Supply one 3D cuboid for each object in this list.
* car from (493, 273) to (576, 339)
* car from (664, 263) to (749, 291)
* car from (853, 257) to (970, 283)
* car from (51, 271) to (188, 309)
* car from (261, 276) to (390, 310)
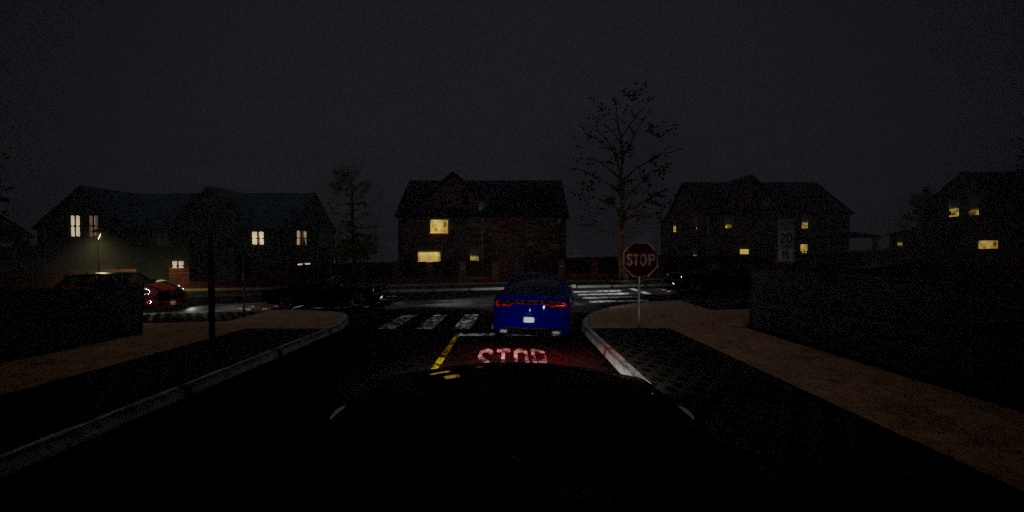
[{"bbox_3d":[0.786,1.226,10.175,1.882,1.535,5.008,0,0,10],"label":"car"},{"bbox_3d":[10.409,1.034,18.311,4.718,1.301,1.895,-1,1,-1],"label":"car"},{"bbox_3d":[20.055,0.753,18.347,5.357,1.411,2.033,-1,1,0],"label":"car"},{"bbox_3d":[-16.800,1.472,15.374,4.553,1.767,2.097,-1,1,0],"label":"car"},{"bbox_3d":[-7.812,1.506,15.382,4.718,1.301,1.895,-1,1,0],"label":"car"}]
